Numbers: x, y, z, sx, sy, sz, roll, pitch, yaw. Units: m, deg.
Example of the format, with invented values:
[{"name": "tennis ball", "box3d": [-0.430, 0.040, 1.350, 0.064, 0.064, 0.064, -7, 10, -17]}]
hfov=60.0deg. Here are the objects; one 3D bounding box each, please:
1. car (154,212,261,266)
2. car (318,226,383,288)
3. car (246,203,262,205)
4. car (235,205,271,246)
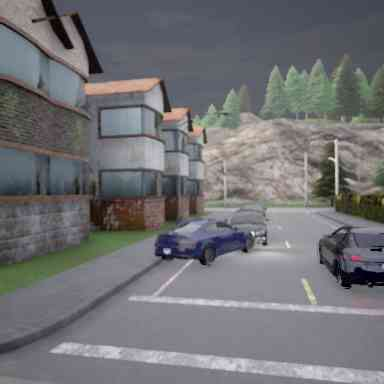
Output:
[{"name": "car", "box3d": [0.585, 1.672, 12.201, 1.812, 1.442, 4.674, -1, -1, 36]}, {"name": "car", "box3d": [4.840, 1.644, 9.382, 1.994, 1.385, 4.181, -1, 0, 12]}, {"name": "car", "box3d": [4.896, 1.638, 26.348, 1.882, 1.535, 5.008, -1, 0, 13]}, {"name": "car", "box3d": [2.737, 1.640, 16.230, 1.837, 1.490, 4.892, -1, 0, 12]}]
